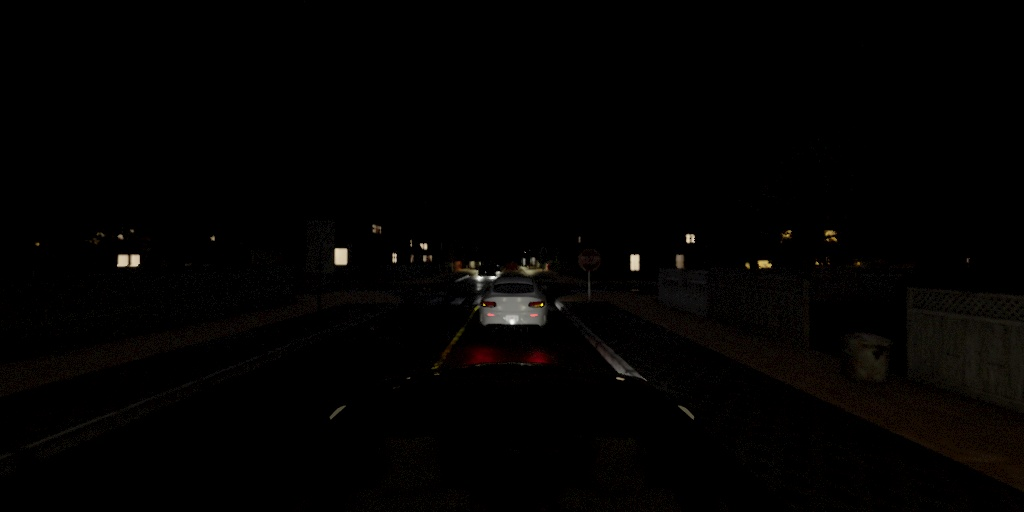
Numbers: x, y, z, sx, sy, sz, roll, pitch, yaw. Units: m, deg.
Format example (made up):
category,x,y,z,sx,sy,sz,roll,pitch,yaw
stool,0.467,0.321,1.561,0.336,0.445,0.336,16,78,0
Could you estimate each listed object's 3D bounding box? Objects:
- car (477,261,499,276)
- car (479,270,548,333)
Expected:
category,x,y,z,sx,sy,sz,roll,pitch,yaw
car,-2.891,1.551,41.826,1.837,1.490,4.892,0,0,0
car,0.097,1.329,10.886,1.812,1.442,4.674,0,0,2
